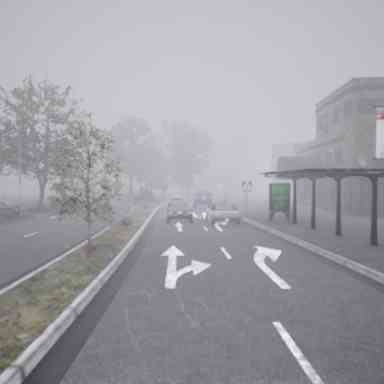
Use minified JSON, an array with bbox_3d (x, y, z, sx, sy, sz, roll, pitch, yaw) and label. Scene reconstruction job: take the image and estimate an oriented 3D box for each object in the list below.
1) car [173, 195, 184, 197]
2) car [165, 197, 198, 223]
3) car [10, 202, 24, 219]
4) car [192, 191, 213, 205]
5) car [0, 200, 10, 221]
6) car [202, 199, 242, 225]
[{"bbox_3d":[-1.603,1.111,40.204,1.837,1.490,4.892,0,1,0],"label":"car"},{"bbox_3d":[-0.931,1.354,23.902,2.033,1.411,5.357,0,1,-4],"label":"car"},{"bbox_3d":[-14.874,1.290,24.112,4.892,1.521,2.231,0,1,-4],"label":"car"},{"bbox_3d":[1.275,0.834,39.679,2.150,2.045,5.566,0,1,-1],"label":"car"},{"bbox_3d":[-14.713,1.195,21.361,4.553,1.767,2.185,0,1,-4],"label":"car"},{"bbox_3d":[2.023,1.414,22.614,1.895,1.301,4.718,0,1,-3],"label":"car"}]
